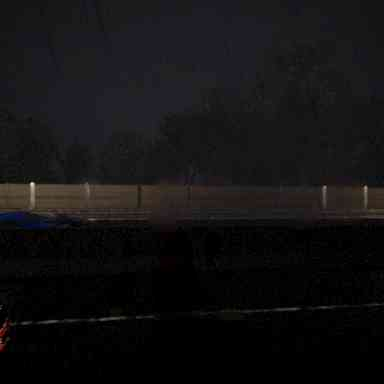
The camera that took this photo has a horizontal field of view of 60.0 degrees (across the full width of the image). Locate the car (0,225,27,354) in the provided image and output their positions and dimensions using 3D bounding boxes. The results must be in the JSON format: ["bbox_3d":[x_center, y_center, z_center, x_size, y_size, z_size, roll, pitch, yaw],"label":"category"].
[{"bbox_3d":[-4.720,1.413,3.834,4.553,1.767,2.097,0,-1,-9],"label":"car"}]

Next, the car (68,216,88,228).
[{"bbox_3d":[-9.174,1.986,21.034,4.718,1.301,1.895,0,-1,-9],"label":"car"}]

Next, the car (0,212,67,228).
[{"bbox_3d":[-8.245,1.729,14.096,5.008,1.535,1.882,0,-1,-9],"label":"car"}]
